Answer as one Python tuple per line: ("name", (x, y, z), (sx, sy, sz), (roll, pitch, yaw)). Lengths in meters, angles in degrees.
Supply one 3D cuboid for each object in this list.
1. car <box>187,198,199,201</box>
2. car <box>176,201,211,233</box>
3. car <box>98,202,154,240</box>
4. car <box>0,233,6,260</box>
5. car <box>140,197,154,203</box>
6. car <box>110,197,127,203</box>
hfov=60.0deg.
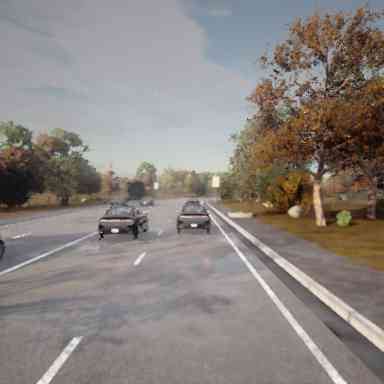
("car", (0.091, 1.503, 41.507), (1.837, 1.490, 4.892), (0, 0, 0))
("car", (0.094, 1.491, 19.414), (2.128, 1.511, 4.902), (0, 0, 0))
("car", (-3.403, 1.491, 17.113), (2.128, 1.511, 4.902), (0, 0, 0))
("car", (-7.102, 1.563, 9.192), (1.994, 1.385, 4.181), (0, 0, 0))
("car", (-7.056, 1.489, 52.454), (2.128, 1.511, 4.902), (0, 0, 1))
("car", (-10.579, 1.505, 48.213), (1.837, 1.490, 4.892), (0, -1, 0))
